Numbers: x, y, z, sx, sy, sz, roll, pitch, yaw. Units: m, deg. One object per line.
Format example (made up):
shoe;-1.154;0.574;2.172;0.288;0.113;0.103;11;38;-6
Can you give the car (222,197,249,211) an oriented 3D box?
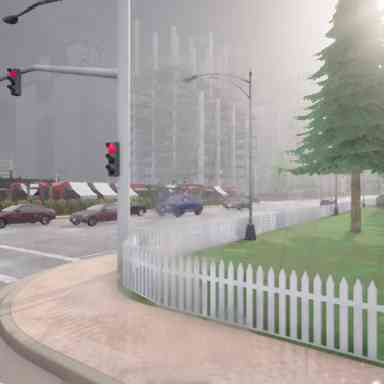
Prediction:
car;5.847;1.498;41.592;2.128;1.511;4.902;0;0;34

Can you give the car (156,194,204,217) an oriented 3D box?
car;-1.035;1.228;31.425;2.150;2.045;5.566;0;0;34

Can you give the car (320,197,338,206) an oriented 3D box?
car;21.047;1.529;51.296;1.812;1.442;4.674;0;0;34

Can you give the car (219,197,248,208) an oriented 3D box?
car;6.100;1.498;48.163;2.128;1.511;4.902;0;0;35

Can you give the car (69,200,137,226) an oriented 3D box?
car;-6.350;1.532;23.508;1.812;1.442;4.674;0;0;34

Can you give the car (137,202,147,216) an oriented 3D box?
car;-6.242;1.485;29.964;1.882;1.535;5.008;0;0;34

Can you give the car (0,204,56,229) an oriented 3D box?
car;-11.466;1.533;22.222;1.812;1.442;4.674;0;0;36
